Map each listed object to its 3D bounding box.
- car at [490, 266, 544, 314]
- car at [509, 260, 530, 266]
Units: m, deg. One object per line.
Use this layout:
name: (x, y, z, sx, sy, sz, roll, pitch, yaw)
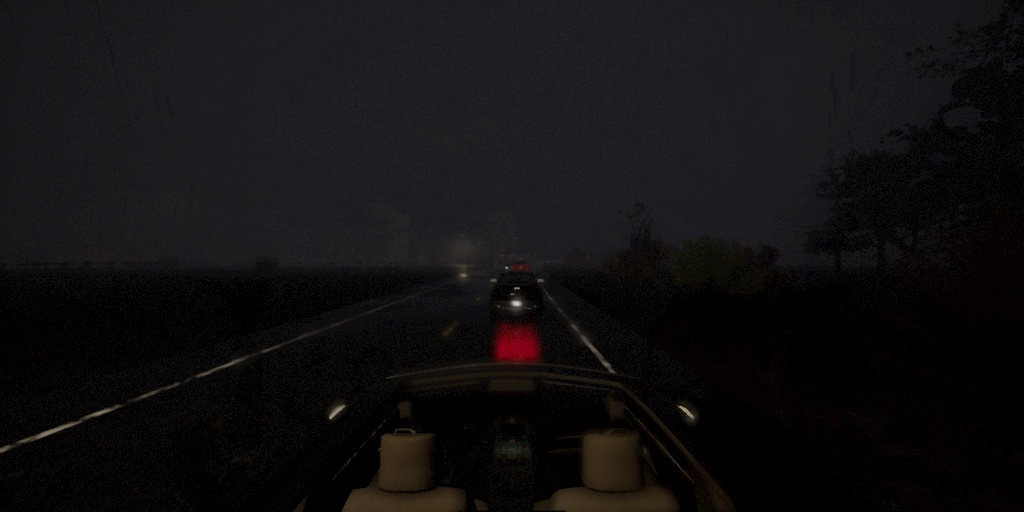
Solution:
car: (0.202, 1.309, 14.095, 1.837, 1.490, 4.892, 0, 0, 1)
car: (1.090, 1.275, 42.426, 2.097, 1.767, 4.553, 0, 0, 3)
